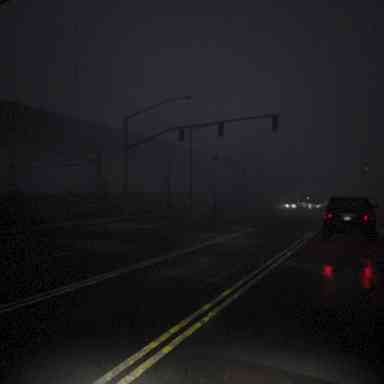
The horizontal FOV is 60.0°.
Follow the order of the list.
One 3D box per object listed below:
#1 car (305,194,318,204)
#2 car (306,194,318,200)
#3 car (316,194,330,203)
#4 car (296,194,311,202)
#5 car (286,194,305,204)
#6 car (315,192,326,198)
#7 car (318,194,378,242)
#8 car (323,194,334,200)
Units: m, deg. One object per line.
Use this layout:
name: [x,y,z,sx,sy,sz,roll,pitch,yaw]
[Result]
car: [20.926,1.397,56.280,1.994,1.385,4.181,0,1,29]
car: [27.314,1.094,75.706,1.994,1.385,4.181,0,1,28]
car: [25.705,1.251,65.219,2.033,1.411,5.357,0,1,28]
car: [22.139,1.213,65.967,2.128,1.511,4.902,0,1,28]
car: [17.543,1.334,57.374,2.128,1.511,4.902,0,1,28]
car: [34.270,0.757,88.795,2.033,1.411,5.357,0,1,28]
car: [7.908,1.212,16.599,2.150,2.045,5.566,0,0,28]
car: [30.535,1.132,74.309,1.895,1.301,4.718,0,1,28]
